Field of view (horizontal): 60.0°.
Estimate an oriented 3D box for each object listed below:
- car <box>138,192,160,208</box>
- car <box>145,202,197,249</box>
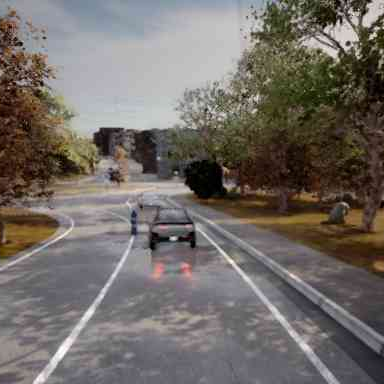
[{"bbox_3d":[-4.157,0.688,31.851,1.812,1.442,4.674,-1,4,-13],"label":"car"},{"bbox_3d":[-0.908,1.429,14.424,2.128,1.511,4.902,-1,1,-6],"label":"car"}]
